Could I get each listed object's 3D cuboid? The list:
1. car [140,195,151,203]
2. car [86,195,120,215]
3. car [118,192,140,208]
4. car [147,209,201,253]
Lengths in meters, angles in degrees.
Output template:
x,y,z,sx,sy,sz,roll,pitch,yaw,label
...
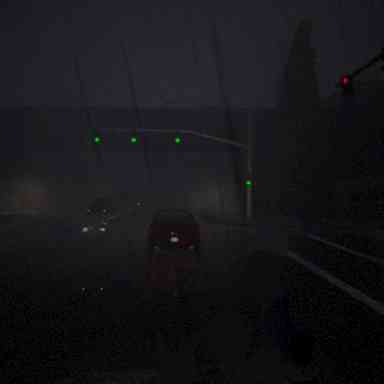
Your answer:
x,y,z,sx,sy,sz,roll,pitch,yaw,label
-8.928,1.233,62.290,1.812,1.442,4.674,0,0,-1,car
-8.512,1.333,31.494,1.837,1.490,4.892,0,0,-1,car
-8.705,0.992,44.178,2.150,2.045,5.566,0,1,-1,car
-0.741,1.420,13.520,1.882,1.535,5.008,0,0,-4,car
